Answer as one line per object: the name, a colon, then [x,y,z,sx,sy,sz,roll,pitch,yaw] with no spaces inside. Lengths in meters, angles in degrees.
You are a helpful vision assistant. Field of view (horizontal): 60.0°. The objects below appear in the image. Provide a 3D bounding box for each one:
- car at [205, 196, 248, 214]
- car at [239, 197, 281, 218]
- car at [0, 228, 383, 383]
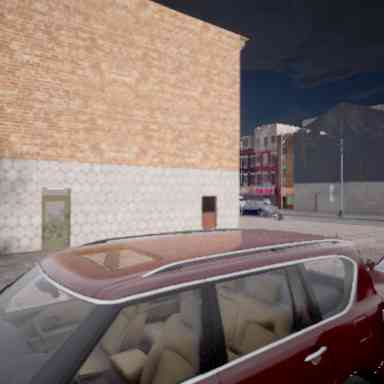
car: [4.203,1.561,41.104,2.150,2.045,5.566,0,-1,-36]
car: [6.531,1.608,32.775,2.097,1.767,4.553,0,-1,-36]
car: [-0.417,1.319,2.512,5.009,1.841,2.192,0,0,-36]
